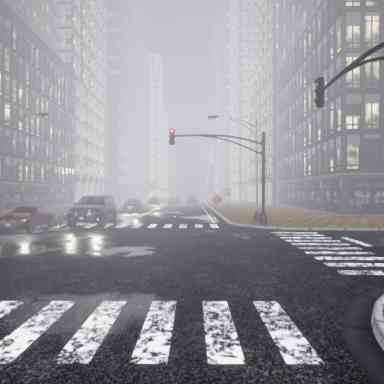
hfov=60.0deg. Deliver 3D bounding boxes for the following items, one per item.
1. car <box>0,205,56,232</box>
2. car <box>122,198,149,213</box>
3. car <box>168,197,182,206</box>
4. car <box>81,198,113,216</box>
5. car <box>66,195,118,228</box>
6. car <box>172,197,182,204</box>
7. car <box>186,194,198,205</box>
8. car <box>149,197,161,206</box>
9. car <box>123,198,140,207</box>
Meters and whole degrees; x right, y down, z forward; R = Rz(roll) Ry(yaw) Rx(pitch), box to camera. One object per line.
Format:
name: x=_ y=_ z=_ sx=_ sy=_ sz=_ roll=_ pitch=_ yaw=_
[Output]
car: x=-9.857 y=1.534 z=20.136 sx=1.812 sy=1.442 sz=4.674 roll=0 pitch=0 yaw=0
car: x=-6.610 y=1.532 z=37.837 sx=2.128 sy=1.511 sz=4.902 roll=0 pitch=0 yaw=0
car: x=-3.167 y=1.586 z=58.496 sx=2.128 sy=1.511 sz=4.902 roll=0 pitch=0 yaw=0
car: x=-9.857 y=1.512 z=34.976 sx=1.882 sy=1.535 sz=5.008 roll=0 pitch=1 yaw=0
car: x=-6.609 y=1.236 z=22.647 sx=2.150 sy=2.045 sz=5.566 roll=0 pitch=0 yaw=0
car: x=-3.202 y=1.703 z=70.366 sx=1.994 sy=1.385 sz=4.181 roll=0 pitch=0 yaw=0
car: x=-0.016 y=1.606 z=60.194 sx=1.837 sy=1.490 sz=4.892 roll=0 pitch=0 yaw=0
car: x=-6.574 y=1.570 z=57.792 sx=1.882 sy=1.535 sz=5.008 roll=0 pitch=-1 yaw=0
car: x=-9.843 y=1.645 z=54.441 sx=1.994 sy=1.385 sz=4.181 roll=0 pitch=0 yaw=0
